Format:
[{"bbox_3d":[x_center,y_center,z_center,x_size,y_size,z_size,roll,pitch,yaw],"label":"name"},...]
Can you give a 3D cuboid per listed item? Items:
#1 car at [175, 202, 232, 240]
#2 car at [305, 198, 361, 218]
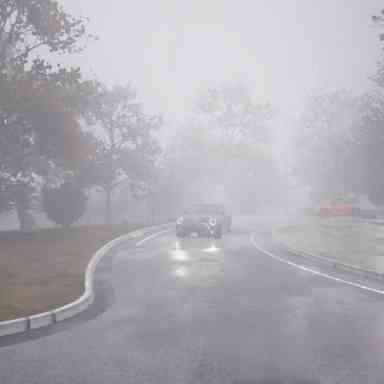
[{"bbox_3d":[0.713,1.351,17.178,2.097,1.767,4.553,0,0,16],"label":"car"},{"bbox_3d":[12.304,1.352,29.255,4.553,1.767,2.097,0,0,-11],"label":"car"}]
